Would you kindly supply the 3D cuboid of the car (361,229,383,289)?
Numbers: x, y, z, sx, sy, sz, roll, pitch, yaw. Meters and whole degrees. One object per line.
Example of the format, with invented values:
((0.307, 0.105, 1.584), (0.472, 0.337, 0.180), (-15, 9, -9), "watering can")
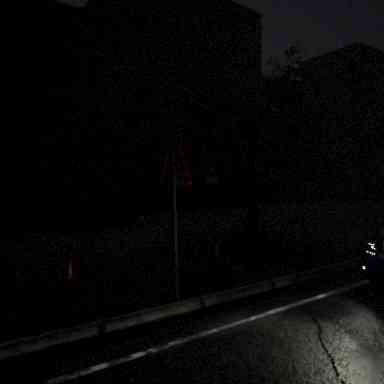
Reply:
((6.255, 1.117, 7.775), (5.566, 2.045, 2.150), (-1, 1, -35), "car")
